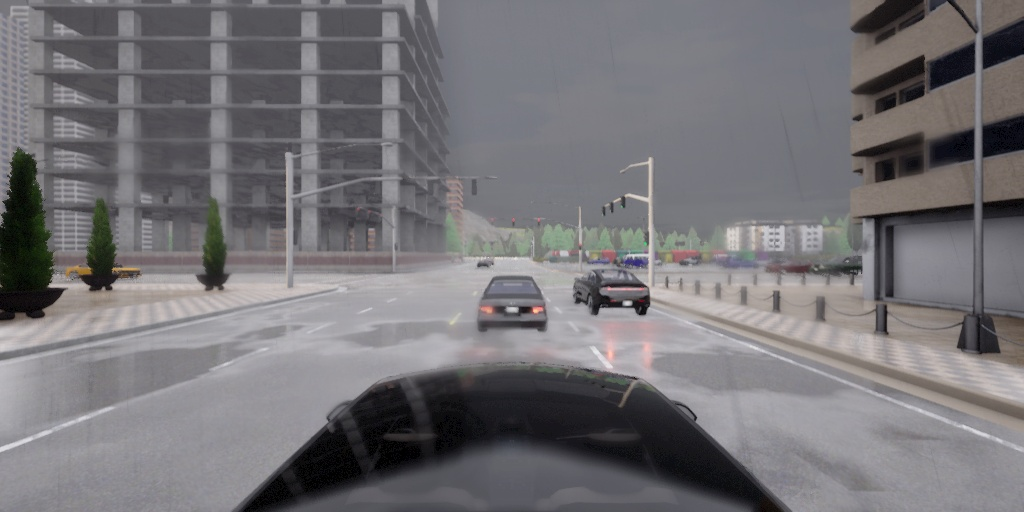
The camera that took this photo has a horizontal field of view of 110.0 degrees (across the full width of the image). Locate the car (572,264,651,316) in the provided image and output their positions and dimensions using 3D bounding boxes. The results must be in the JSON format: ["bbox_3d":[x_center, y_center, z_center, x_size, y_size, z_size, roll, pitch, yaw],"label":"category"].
[{"bbox_3d":[3.489,1.224,13.324,2.128,1.511,4.902,0,0,-1],"label":"car"}]

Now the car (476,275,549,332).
[{"bbox_3d":[0.015,1.284,10.740,2.033,1.411,5.357,0,0,0],"label":"car"}]

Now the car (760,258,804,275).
[{"bbox_3d":[29.455,1.228,37.705,5.008,1.535,1.882,0,0,0],"label":"car"}]

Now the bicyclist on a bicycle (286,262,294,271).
[{"bbox_3d":[-25.993,1.045,42.006,0.582,1.620,1.656,0,0,0],"label":"bicyclist on a bicycle"}]

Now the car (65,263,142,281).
[{"bbox_3d":[-34.006,1.240,29.955,5.008,1.535,1.882,0,0,0],"label":"car"}]

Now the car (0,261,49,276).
[{"bbox_3d":[-51.211,1.277,36.959,4.674,1.442,1.812,0,0,0],"label":"car"}]

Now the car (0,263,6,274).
[{"bbox_3d":[-50.854,1.235,33.459,5.008,1.535,1.882,0,0,0],"label":"car"}]

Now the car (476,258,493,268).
[{"bbox_3d":[-4.485,1.267,56.207,1.895,1.301,4.718,0,0,0],"label":"car"}]

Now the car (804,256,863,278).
[{"bbox_3d":[31.817,0.976,34.224,5.566,2.045,2.150,0,0,0],"label":"car"}]
